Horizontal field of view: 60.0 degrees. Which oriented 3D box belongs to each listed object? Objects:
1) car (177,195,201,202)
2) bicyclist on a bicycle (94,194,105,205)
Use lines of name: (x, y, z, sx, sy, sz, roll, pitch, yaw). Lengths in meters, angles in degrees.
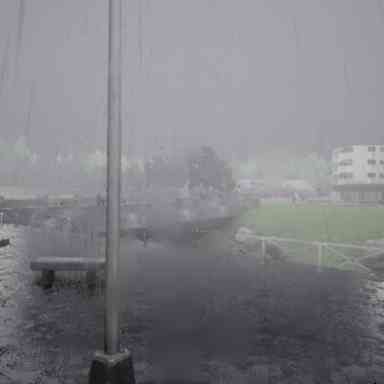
car: (-0.356, 1.177, 48.363, 1.994, 1.385, 4.181, 1, 1, 36)
bicyclist on a bicycle: (-8.296, 1.021, 29.827, 1.656, 1.620, 0.582, 1, 0, 35)
